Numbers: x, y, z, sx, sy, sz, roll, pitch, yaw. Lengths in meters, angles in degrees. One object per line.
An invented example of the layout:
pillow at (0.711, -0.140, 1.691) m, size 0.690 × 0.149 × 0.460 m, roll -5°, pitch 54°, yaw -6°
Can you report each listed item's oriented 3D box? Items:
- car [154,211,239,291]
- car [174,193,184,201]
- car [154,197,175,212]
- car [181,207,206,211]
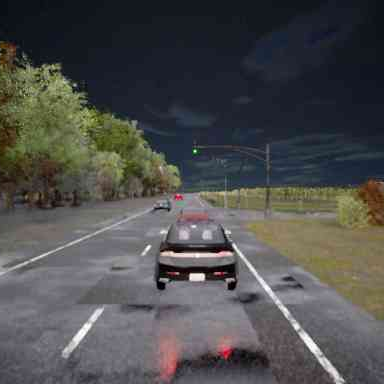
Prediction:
car at (0.099, 1.485, 9.010) m, size 2.128 × 1.511 × 4.902 m, roll 0°, pitch 0°, yaw 0°
car at (-3.513, 1.162, 86.800) m, size 2.150 × 2.045 × 5.566 m, roll 0°, pitch 0°, yaw 0°
car at (-3.406, 1.526, 39.120) m, size 2.033 × 1.411 × 5.357 m, roll 0°, pitch 0°, yaw 0°
car at (0.096, 1.591, 20.920) m, size 1.895 × 1.301 × 4.718 m, roll 0°, pitch 0°, yaw 0°
